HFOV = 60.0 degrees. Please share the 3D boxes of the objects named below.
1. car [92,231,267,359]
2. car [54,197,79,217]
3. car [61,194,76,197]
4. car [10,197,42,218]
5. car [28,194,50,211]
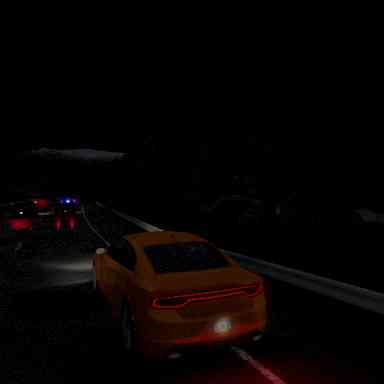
[{"bbox_3d":[-0.658,1.478,6.299,1.882,1.535,5.008,0,0,-25],"label":"car"},{"bbox_3d":[-11.933,1.491,31.535,2.128,1.511,4.902,0,0,-19],"label":"car"},{"bbox_3d":[-15.354,1.221,41.437,2.150,2.045,5.566,0,0,-18],"label":"car"},{"bbox_3d":[-15.108,1.505,30.147,1.837,1.490,4.892,0,0,-19],"label":"car"},{"bbox_3d":[-18.520,1.221,40.044,2.150,2.045,5.566,0,0,-19],"label":"car"}]
